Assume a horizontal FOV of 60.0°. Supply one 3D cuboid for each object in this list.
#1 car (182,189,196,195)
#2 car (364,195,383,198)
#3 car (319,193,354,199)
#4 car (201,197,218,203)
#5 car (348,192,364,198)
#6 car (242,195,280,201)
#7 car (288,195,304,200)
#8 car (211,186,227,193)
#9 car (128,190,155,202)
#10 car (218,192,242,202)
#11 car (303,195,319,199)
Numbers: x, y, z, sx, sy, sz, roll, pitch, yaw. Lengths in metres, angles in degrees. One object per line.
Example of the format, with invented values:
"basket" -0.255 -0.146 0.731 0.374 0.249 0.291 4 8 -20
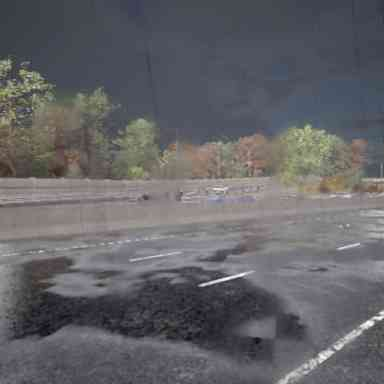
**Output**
"car" -0.719 0.234 62.320 2.097 1.767 4.553 0 2 25
"car" 32.967 1.348 58.893 5.357 1.411 2.033 0 0 -42
"car" 20.991 1.302 48.074 4.902 1.511 2.128 0 0 -42
"car" 3.129 1.305 41.325 4.674 1.442 1.812 0 0 -42
"car" 31.087 1.308 61.913 4.902 1.511 2.128 0 0 -42
"car" 7.979 1.175 36.278 4.553 1.767 2.097 0 0 -42
"car" 17.512 1.272 54.340 4.892 1.490 1.837 0 0 -42
"car" 6.117 -0.423 76.034 2.150 2.045 5.566 0 2 27
"car" -7.244 0.510 47.942 2.097 1.767 4.553 0 1 25
"car" 5.626 1.153 38.866 4.553 1.767 2.097 0 0 -42
"car" 19.636 1.314 51.553 4.674 1.442 1.812 0 0 -42
